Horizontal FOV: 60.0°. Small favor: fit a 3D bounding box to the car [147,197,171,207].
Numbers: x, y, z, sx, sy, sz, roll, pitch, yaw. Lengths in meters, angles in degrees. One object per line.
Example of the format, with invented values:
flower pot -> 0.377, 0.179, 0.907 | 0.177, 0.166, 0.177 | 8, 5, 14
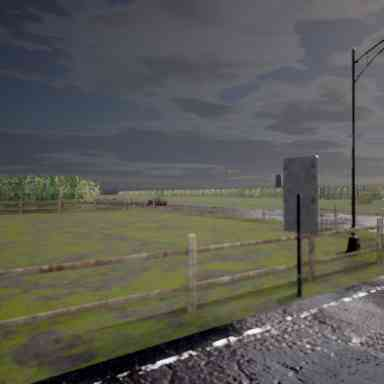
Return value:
car -> -4.709, 1.440, 47.754 | 1.994, 1.385, 4.181 | -1, 1, -35
